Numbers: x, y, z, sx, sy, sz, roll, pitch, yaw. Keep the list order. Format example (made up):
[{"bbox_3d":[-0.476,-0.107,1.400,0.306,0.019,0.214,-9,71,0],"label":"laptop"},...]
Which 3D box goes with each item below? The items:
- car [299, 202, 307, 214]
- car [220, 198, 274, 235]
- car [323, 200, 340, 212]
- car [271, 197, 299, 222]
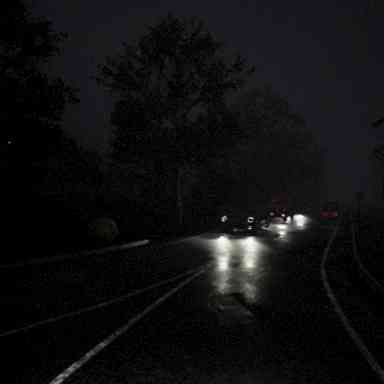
[{"bbox_3d":[12.575,1.909,40.089,1.895,1.301,4.718,1,1,26],"label":"car"},{"bbox_3d":[3.407,1.525,20.846,2.097,1.767,4.553,1,2,25],"label":"car"},{"bbox_3d":[19.006,1.847,45.454,2.128,1.511,4.902,1,1,26],"label":"car"},{"bbox_3d":[7.906,1.505,30.333,2.150,2.045,5.566,1,0,26],"label":"car"}]
